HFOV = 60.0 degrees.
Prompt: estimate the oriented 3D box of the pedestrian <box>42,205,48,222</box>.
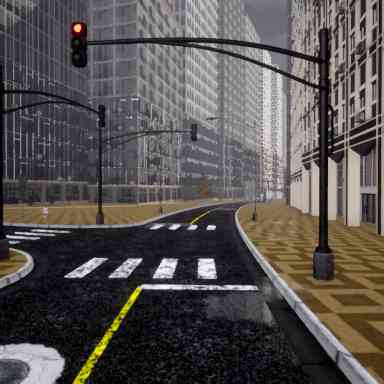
[{"bbox_3d":[-9.295,1.345,21.045,0.500,1.100,0.500,0,0,17],"label":"pedestrian"}]
